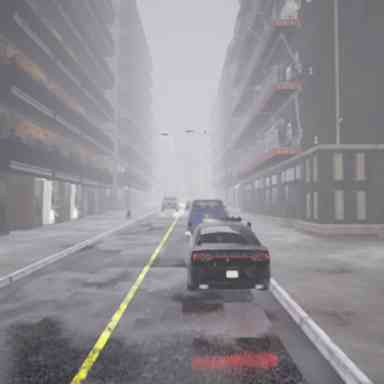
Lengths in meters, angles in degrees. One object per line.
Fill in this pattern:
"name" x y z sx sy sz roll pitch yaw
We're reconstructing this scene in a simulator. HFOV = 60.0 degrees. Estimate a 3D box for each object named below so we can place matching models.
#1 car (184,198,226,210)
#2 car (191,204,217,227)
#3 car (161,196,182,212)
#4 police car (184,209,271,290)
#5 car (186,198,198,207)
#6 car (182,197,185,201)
"car" 0.818 1.355 19.298 2.150 2.045 5.566 0 0 0
"car" 0.816 1.696 25.267 1.812 1.442 4.674 0 0 0
"car" -2.862 1.516 43.885 2.150 2.045 5.566 0 0 0
"police car" 0.822 1.489 9.370 1.930 1.638 5.238 0 0 0
"car" -0.022 1.904 60.899 2.128 1.511 4.902 0 0 0
"car" -0.012 1.817 46.375 1.837 1.490 4.892 0 0 0
